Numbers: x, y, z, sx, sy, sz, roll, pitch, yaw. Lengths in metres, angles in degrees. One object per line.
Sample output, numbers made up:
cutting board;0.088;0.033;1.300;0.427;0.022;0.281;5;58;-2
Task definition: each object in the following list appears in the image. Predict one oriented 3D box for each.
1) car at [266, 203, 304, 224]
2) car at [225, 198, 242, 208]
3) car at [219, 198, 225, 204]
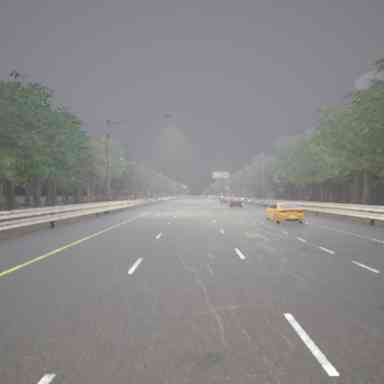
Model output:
car;7.046;1.586;25.749;1.882;1.535;5.008;0;0;0
car;7.191;1.813;55.933;1.882;1.535;5.008;0;0;0
car;7.364;2.057;78.451;2.033;1.411;5.357;0;0;1
